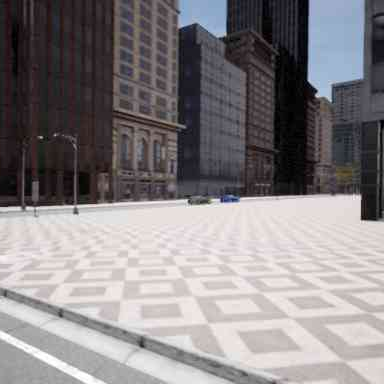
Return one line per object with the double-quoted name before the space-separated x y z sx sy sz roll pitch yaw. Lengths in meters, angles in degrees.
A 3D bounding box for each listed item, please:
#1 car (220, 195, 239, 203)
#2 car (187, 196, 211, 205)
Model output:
"car" 6.981 1.288 61.450 1.882 1.535 5.008 1 1 35
"car" 1.208 1.346 53.200 2.128 1.511 4.902 1 1 36
